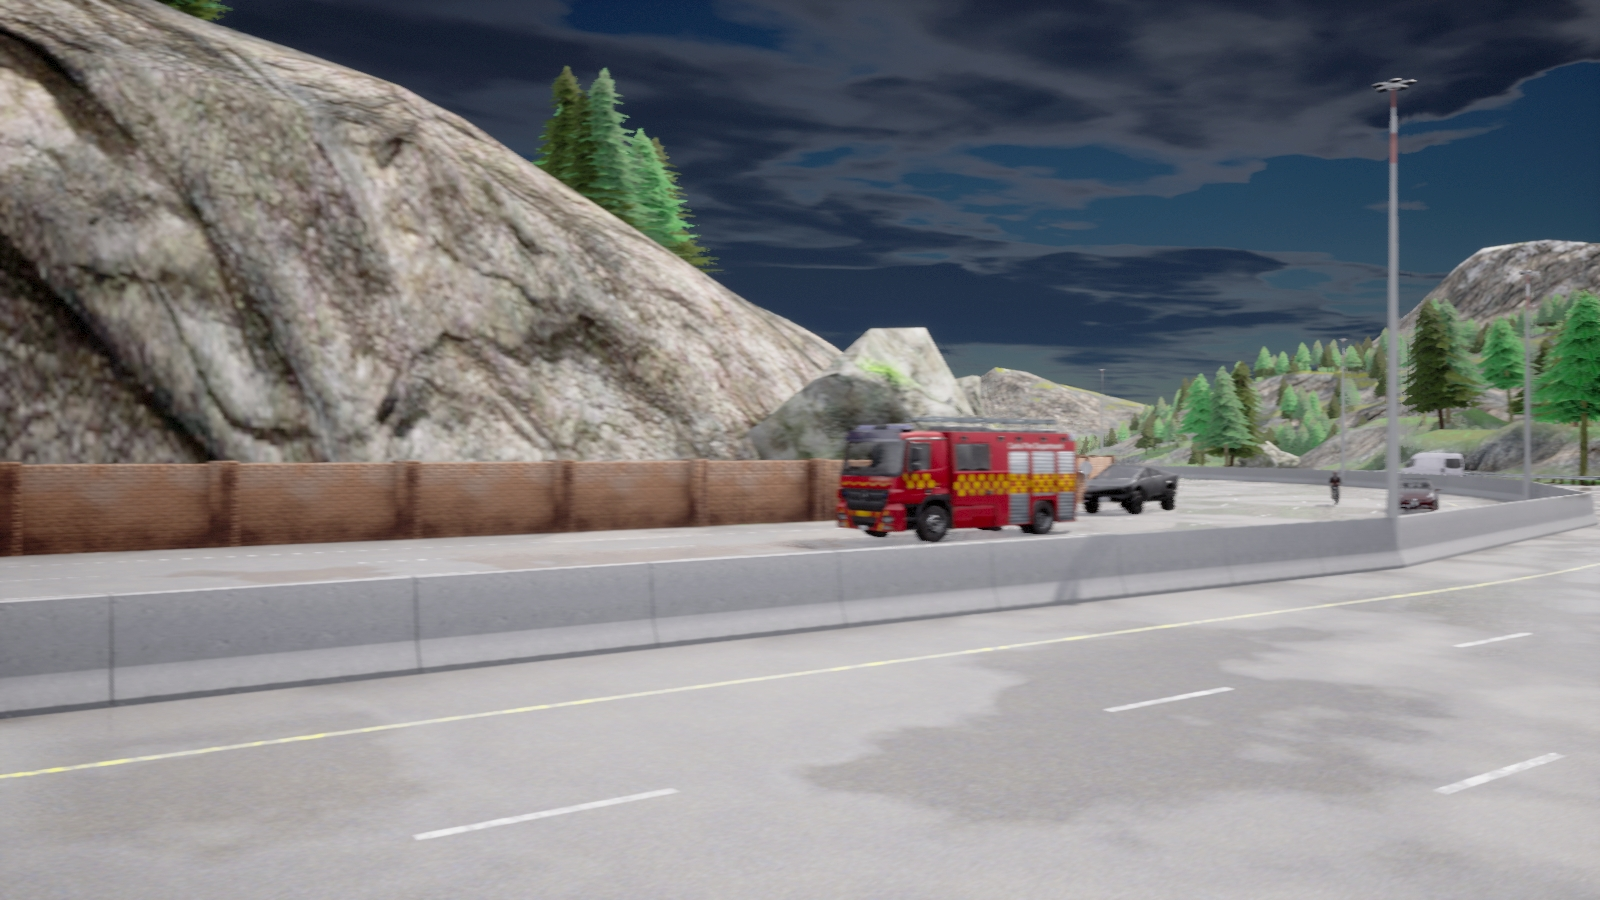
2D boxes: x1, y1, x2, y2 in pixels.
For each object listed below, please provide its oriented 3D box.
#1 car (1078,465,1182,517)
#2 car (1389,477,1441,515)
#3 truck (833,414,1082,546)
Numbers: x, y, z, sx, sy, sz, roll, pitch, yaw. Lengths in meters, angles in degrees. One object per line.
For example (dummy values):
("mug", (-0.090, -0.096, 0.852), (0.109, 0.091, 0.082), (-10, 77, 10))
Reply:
("car", (14.851, 1.749, 51.150), (2.390, 2.098, 6.274), (0, 0, 37))
("car", (28.145, 2.050, 52.252), (2.007, 1.525, 4.514), (0, 0, 29))
("truck", (5.240, 0.881, 36.924), (8.468, 3.827, 2.891), (0, 0, -38))
